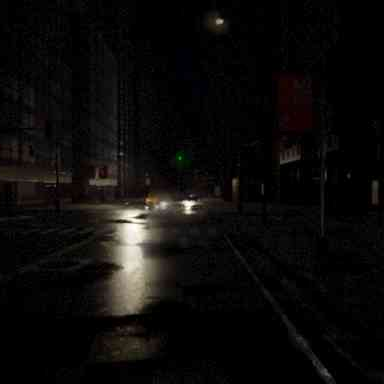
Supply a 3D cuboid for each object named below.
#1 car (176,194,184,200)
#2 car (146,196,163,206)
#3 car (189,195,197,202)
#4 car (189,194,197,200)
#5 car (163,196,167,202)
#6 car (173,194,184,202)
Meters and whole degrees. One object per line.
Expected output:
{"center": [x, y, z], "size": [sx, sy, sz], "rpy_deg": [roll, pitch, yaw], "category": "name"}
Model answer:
{"center": [-3.003, 1.316, 83.385], "size": [1.994, 1.385, 4.181], "rpy_deg": [0, 0, 0], "category": "car"}
{"center": [-6.392, 1.404, 54.714], "size": [1.882, 1.535, 5.008], "rpy_deg": [0, 0, 1], "category": "car"}
{"center": [0.215, 1.424, 72.956], "size": [2.128, 1.511, 4.902], "rpy_deg": [0, 0, 0], "category": "car"}
{"center": [0.247, 1.316, 83.376], "size": [1.994, 1.385, 4.181], "rpy_deg": [0, 0, 0], "category": "car"}
{"center": [-6.293, 1.505, 69.799], "size": [1.895, 1.301, 4.718], "rpy_deg": [0, 0, 0], "category": "car"}
{"center": [-3.033, 1.255, 73.319], "size": [2.097, 1.767, 4.553], "rpy_deg": [0, 0, 0], "category": "car"}
